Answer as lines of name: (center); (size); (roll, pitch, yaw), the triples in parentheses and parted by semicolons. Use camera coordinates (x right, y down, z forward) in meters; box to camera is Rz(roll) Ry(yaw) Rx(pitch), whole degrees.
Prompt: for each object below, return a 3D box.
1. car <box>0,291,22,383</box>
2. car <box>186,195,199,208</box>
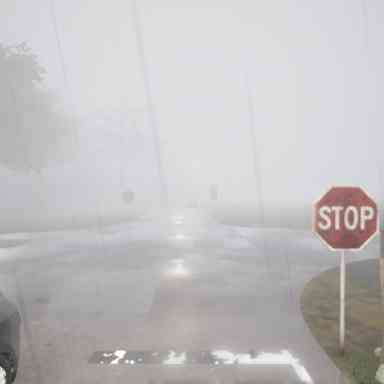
car: (-2.754, 1.506, 1.687); (1.837, 1.490, 4.892); (0, 0, 0)
car: (0.027, 1.600, 49.076); (2.033, 1.411, 5.357); (0, 0, 0)
